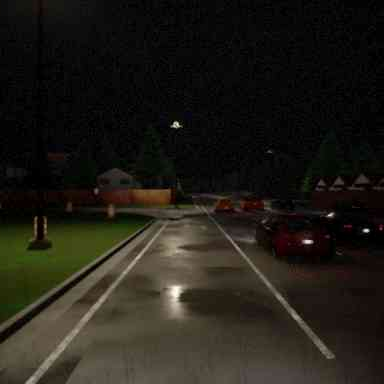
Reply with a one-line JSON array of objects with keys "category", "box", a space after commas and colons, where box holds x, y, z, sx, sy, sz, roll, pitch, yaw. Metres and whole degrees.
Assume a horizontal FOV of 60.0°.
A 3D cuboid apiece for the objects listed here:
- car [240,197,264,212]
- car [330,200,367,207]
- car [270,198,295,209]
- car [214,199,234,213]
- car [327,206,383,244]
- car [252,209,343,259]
[{"category": "car", "box": [6.987, 1.340, 39.002, 2.097, 1.767, 4.553, 0, 0, 0]}, {"category": "car", "box": [14.051, 1.482, 30.206, 2.128, 1.511, 4.902, 0, 0, 0]}, {"category": "car", "box": [10.490, 1.480, 38.744, 2.128, 1.511, 4.902, 0, 0, 0]}, {"category": "car", "box": [3.504, 1.467, 36.712, 1.882, 1.535, 5.008, 0, 0, 0]}, {"category": "car", "box": [7.155, 1.559, 15.689, 1.994, 1.385, 4.181, 0, 0, 0]}, {"category": "car", "box": [3.678, 1.560, 12.607, 1.994, 1.385, 4.181, 0, 0, 0]}]
